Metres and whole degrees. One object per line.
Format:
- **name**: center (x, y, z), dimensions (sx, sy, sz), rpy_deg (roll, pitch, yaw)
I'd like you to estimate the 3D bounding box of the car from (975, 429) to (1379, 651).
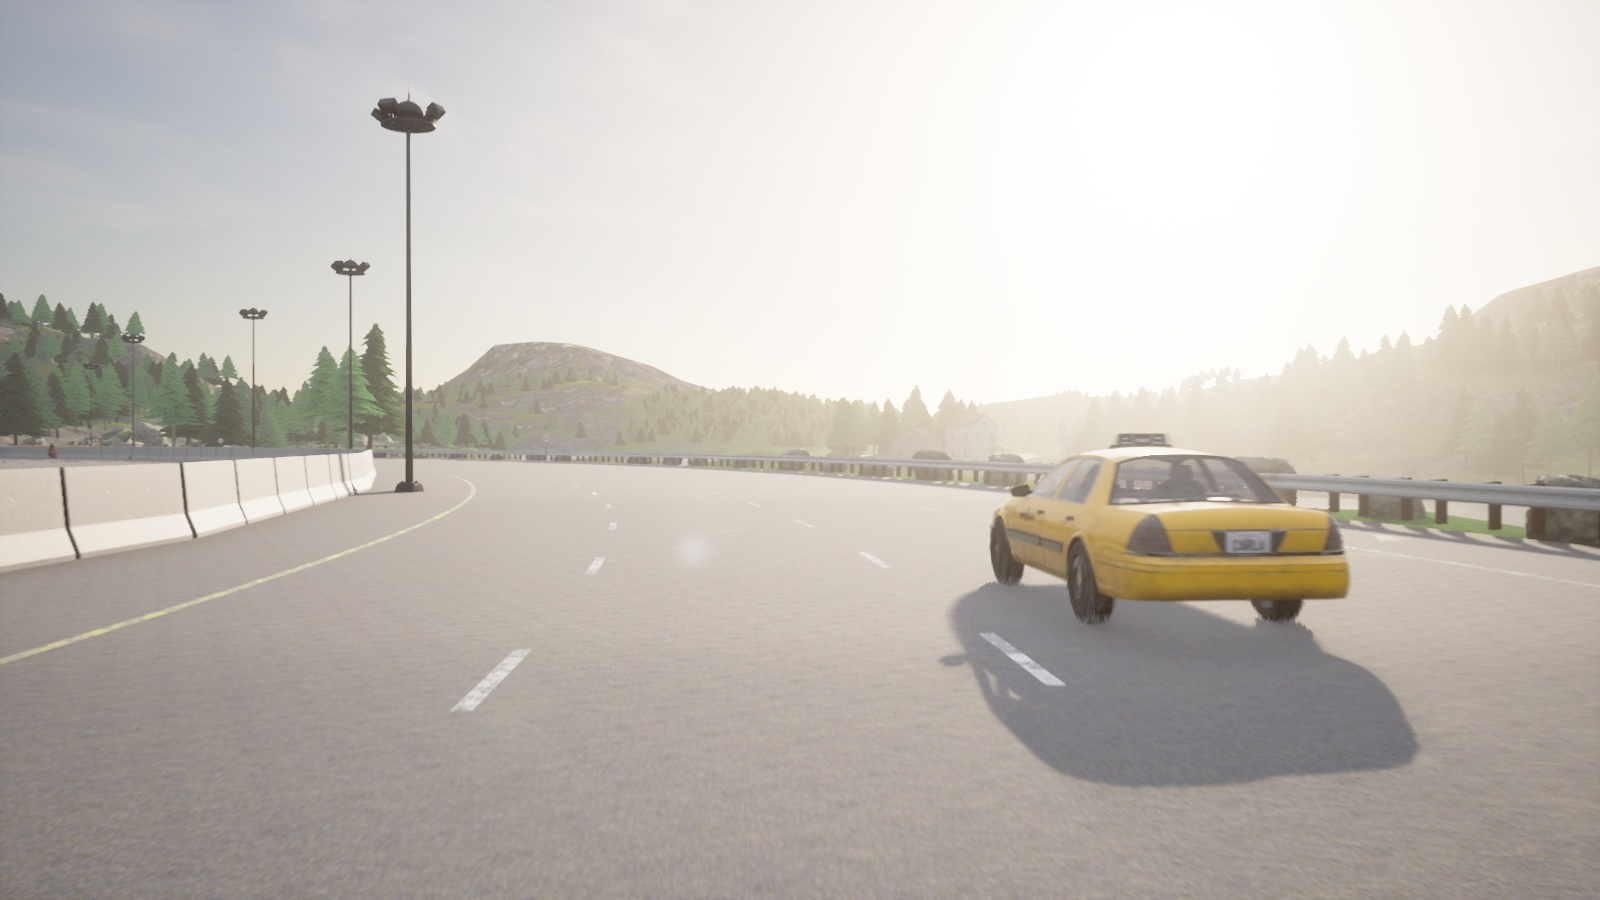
- **car**: center (3.080, 0.621, 11.657), dimensions (1.801, 1.575, 5.366), rpy_deg (0, 0, -4)
